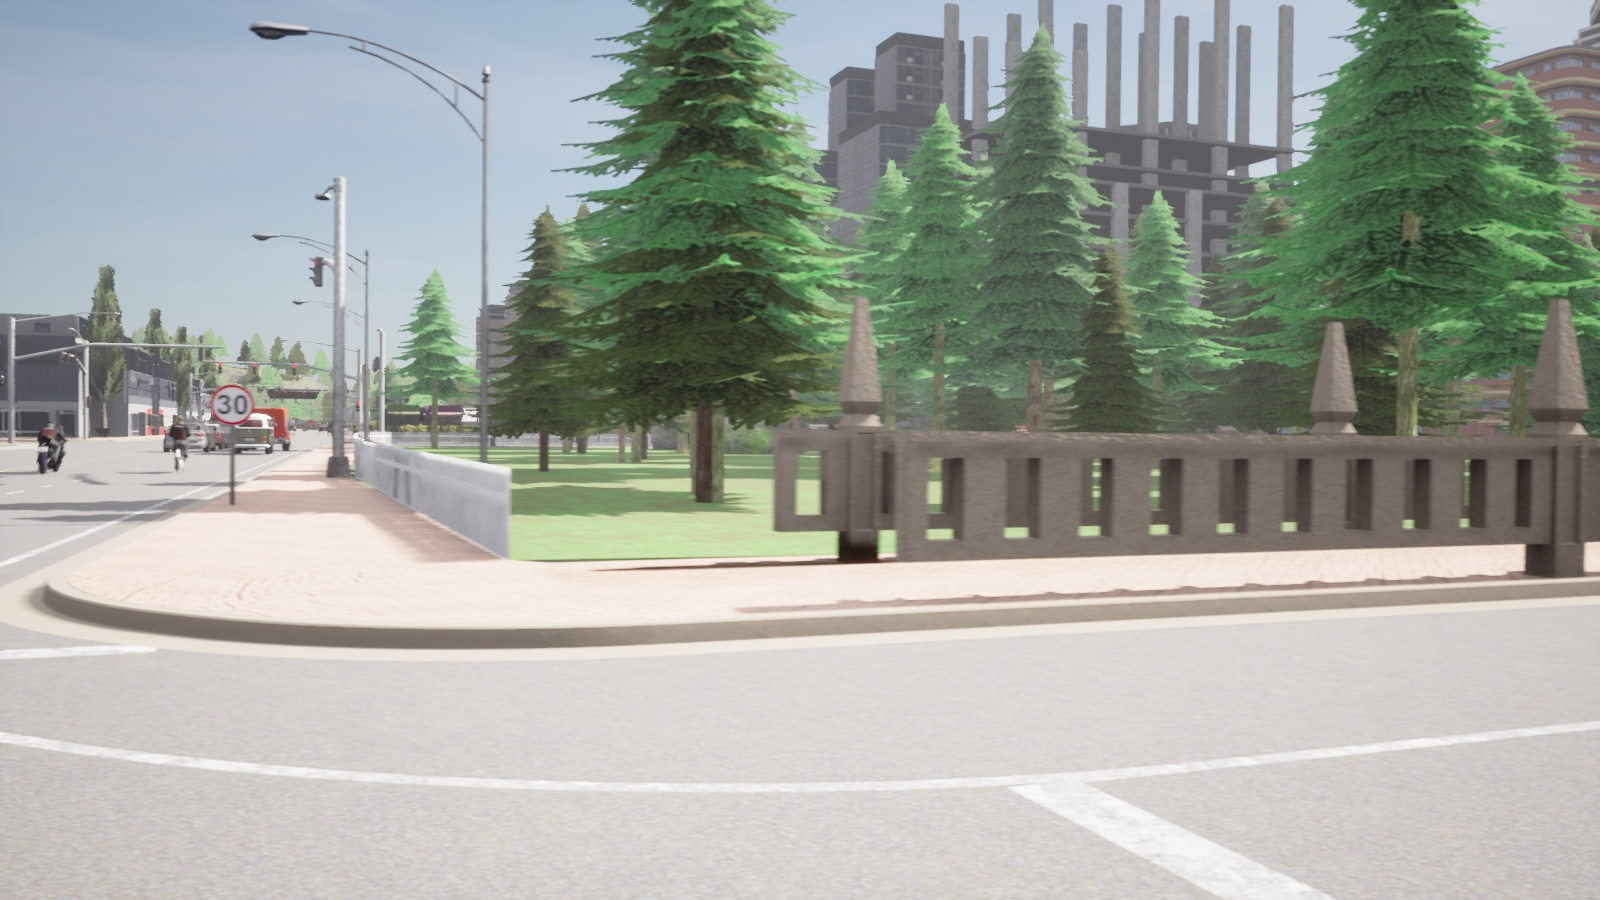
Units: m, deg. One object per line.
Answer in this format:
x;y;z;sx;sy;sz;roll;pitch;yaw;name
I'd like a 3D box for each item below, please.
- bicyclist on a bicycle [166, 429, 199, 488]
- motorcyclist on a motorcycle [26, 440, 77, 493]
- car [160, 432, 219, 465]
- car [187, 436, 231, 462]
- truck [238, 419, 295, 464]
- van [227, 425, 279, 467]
-19.134;0.242;38.921;0.659;1.776;1.843;-1;1;-19;bicyclist on a bicycle
-22.357;0.464;37.540;0.866;1.530;2.191;-1;1;-19;motorcyclist on a motorcycle
-32.563;-0.098;67.127;2.242;1.667;4.611;-1;1;-19;car
-35.314;-0.077;75.115;1.970;1.475;3.806;-1;1;-19;car
-30.645;-0.534;72.286;2.627;2.467;5.204;-1;1;-19;truck
-27.594;-0.213;63.457;2.069;2.038;4.480;-1;1;-19;van
